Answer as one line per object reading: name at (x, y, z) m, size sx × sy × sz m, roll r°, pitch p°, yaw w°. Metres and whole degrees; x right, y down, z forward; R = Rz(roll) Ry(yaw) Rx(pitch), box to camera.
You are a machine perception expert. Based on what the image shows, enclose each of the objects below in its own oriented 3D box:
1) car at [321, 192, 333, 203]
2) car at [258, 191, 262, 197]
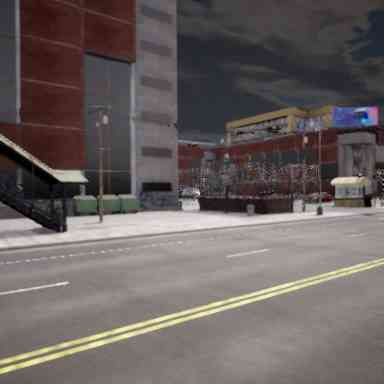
car at (18.666, 0.821, 48.727) m, size 4.553 × 1.767 × 2.185 m, roll -1°, pitch 0°, yaw -36°
car at (17.445, 0.634, 78.650) m, size 5.566 × 2.045 × 2.435 m, roll -1°, pitch 0°, yaw -36°
